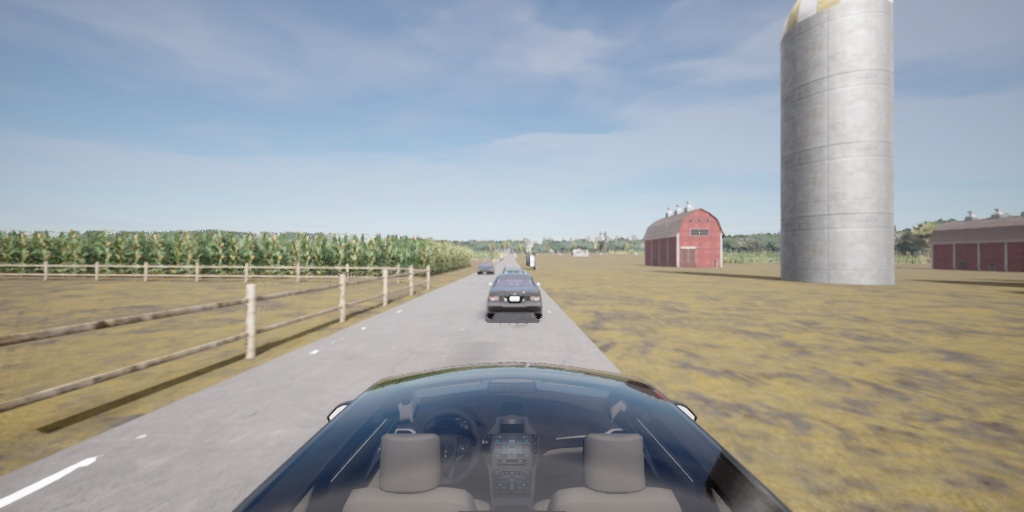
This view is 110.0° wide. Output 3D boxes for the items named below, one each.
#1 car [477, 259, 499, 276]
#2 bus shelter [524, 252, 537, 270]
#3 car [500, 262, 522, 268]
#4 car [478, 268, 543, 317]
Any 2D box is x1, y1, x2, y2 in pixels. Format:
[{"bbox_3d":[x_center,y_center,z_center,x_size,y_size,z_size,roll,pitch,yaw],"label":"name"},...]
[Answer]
[{"bbox_3d":[-2.846,1.409,40.238,2.033,1.411,5.357,0,0,0],"label":"car"},{"bbox_3d":[3.128,0.792,58.097,1.920,2.740,3.880,0,0,0],"label":"bus shelter"},{"bbox_3d":[0.094,1.436,31.708,1.895,1.301,4.718,0,0,0],"label":"car"},{"bbox_3d":[0.087,1.326,13.206,2.033,1.411,5.357,0,0,0],"label":"car"}]
